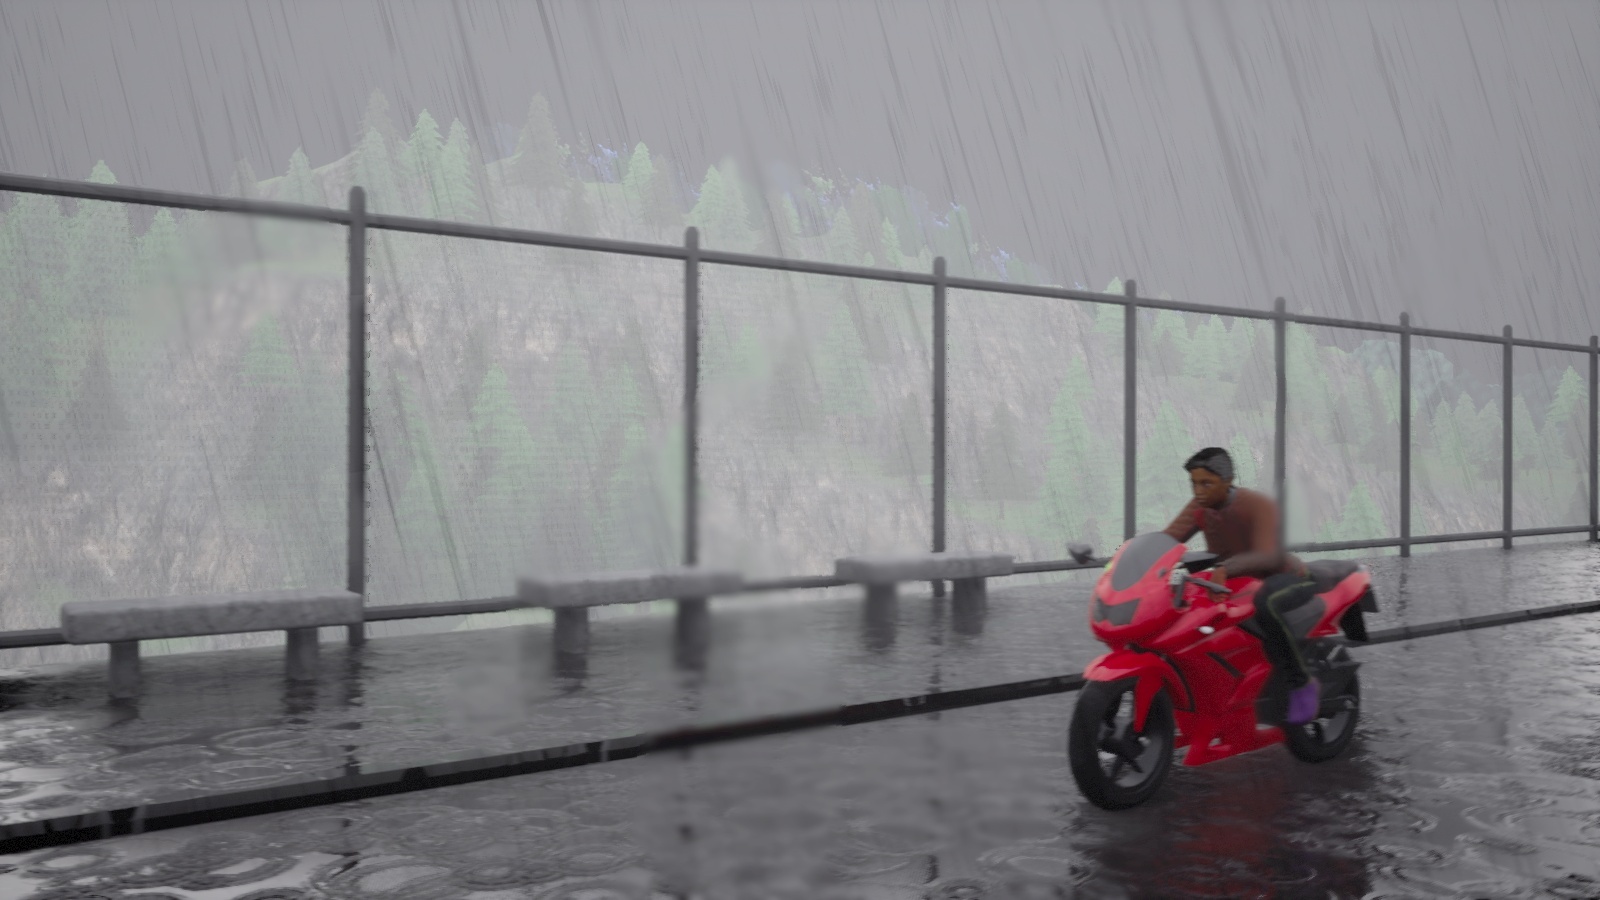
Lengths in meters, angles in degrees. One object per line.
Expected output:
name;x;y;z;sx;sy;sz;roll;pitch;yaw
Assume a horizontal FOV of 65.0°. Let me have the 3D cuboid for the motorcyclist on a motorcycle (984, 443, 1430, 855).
motorcyclist on a motorcycle;1.844;0.737;5.552;2.044;1.523;0.797;0;0;-35
